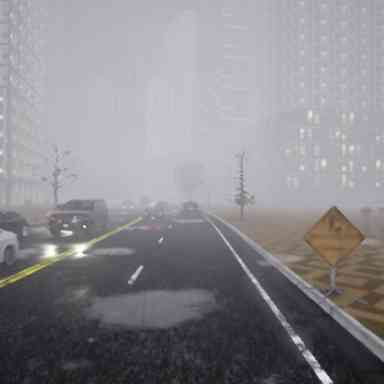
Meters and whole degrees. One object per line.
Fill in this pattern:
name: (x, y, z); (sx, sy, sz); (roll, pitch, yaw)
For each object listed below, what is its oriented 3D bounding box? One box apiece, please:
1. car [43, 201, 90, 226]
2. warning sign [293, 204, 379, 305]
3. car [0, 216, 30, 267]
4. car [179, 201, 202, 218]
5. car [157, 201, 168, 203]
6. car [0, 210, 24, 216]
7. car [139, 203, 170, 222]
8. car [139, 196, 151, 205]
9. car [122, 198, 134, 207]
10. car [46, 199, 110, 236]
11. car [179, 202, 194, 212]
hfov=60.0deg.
car: (-9.833, 1.620, 26.505); (2.097, 1.767, 4.553); (0, -1, 0)
warning sign: (2.877, 1.197, 6.801); (1.300, 1.860, 1.060); (0, 0, 0)
car: (-6.576, 1.614, 9.127); (1.812, 1.442, 4.674); (0, -1, 0)
car: (-0.172, 1.718, 34.549); (2.097, 1.767, 4.553); (0, -1, -2)
car: (-4.060, 1.945, 45.830); (1.882, 1.535, 5.008); (0, 0, -4)
car: (-9.806, 1.666, 16.372); (1.837, 1.490, 4.892); (0, -1, 0)
car: (-3.292, 1.916, 29.945); (1.895, 1.301, 4.718); (0, -1, -1)
car: (-9.397, 1.906, 66.587); (2.150, 2.045, 5.566); (0, 0, -7)
car: (-12.627, 2.018, 66.191); (2.097, 1.767, 4.553); (0, -1, -7)
car: (-6.553, 1.428, 20.019); (2.150, 2.045, 5.566); (0, -1, 0)
car: (-0.854, 2.083, 46.860); (1.895, 1.301, 4.718); (0, -1, -4)
